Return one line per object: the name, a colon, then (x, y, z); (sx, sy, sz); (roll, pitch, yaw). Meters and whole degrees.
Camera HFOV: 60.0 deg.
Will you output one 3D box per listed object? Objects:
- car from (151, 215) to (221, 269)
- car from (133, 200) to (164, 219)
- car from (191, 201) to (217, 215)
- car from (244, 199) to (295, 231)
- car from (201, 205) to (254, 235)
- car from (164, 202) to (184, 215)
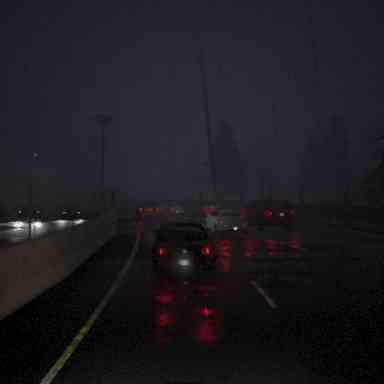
car: (-0.385, 1.716, 11.574); (1.895, 1.301, 4.718); (0, -1, -5)
car: (-4.497, 1.657, 32.644); (2.097, 1.767, 4.553); (0, -1, -17)
car: (1.429, 1.731, 36.993); (2.097, 1.767, 4.553); (0, -1, -17)
car: (5.028, 1.482, 23.029); (2.150, 2.045, 5.566); (0, 0, -10)
car: (1.994, 1.739, 20.164); (1.812, 1.442, 4.674); (0, 0, -9)
car: (-2.255, 1.888, 37.179); (1.812, 1.442, 4.674); (1, -1, -18)
